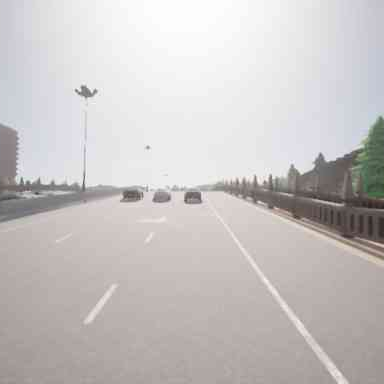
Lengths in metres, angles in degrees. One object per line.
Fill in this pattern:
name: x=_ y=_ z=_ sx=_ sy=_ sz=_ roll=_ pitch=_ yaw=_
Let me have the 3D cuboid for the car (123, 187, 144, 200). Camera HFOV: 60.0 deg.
car: x=-6.908 y=0.107 z=39.673 sx=1.882 sy=1.535 sz=5.008 roll=0 pitch=2 yaw=0

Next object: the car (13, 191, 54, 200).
car: x=-14.103 y=0.578 z=30.760 sx=1.895 sy=1.301 sz=4.718 roll=0 pitch=2 yaw=0

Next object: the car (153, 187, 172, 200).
car: x=-3.408 y=0.180 z=39.003 sx=1.812 sy=1.442 sz=4.674 roll=0 pitch=2 yaw=0

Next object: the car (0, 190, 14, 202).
car: x=-17.604 y=0.526 z=30.732 sx=2.033 sy=1.411 sz=5.357 roll=0 pitch=2 yaw=0

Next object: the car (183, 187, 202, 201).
car: x=0.092 y=0.227 z=37.278 sx=1.837 sy=1.490 sz=4.892 roll=0 pitch=2 yaw=0
